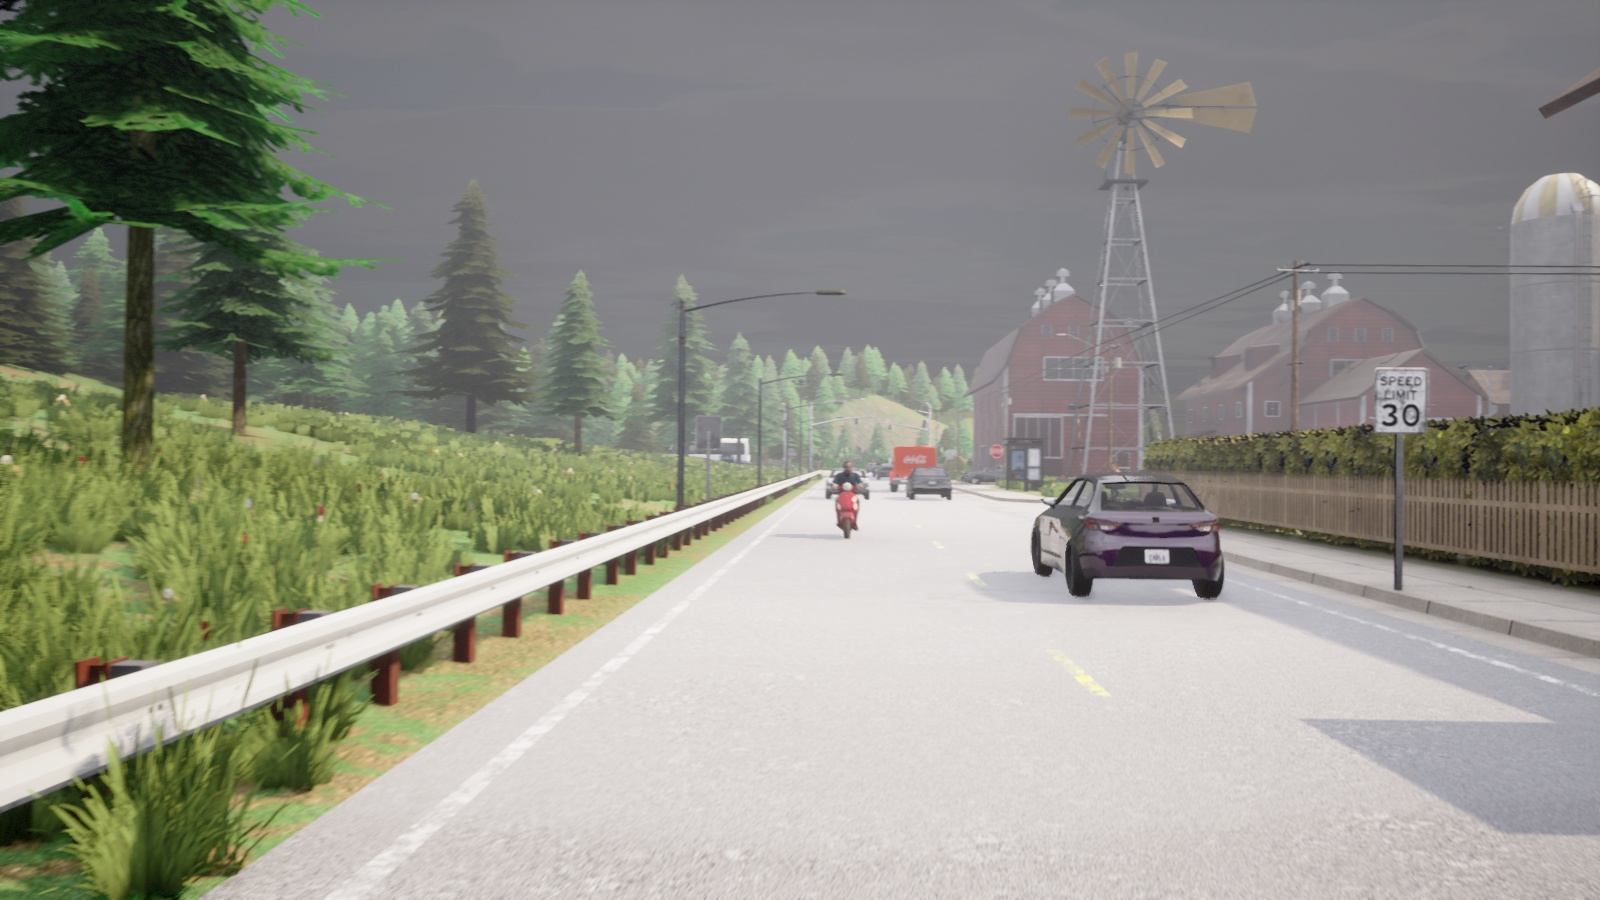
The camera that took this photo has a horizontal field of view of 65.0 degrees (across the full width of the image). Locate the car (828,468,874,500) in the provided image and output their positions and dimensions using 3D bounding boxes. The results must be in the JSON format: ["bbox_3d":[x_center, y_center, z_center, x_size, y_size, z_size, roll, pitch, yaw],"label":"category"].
[{"bbox_3d":[2.181,1.419,53.721,1.895,1.301,4.718,0,-1,2],"label":"car"}]

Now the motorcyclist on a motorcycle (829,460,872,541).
[{"bbox_3d":[1.039,1.011,25.887,0.866,1.590,1.817,0,-1,2],"label":"motorcyclist on a motorcycle"}]

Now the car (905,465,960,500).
[{"bbox_3d":[5.721,1.384,54.626,2.033,1.411,5.357,0,-1,2],"label":"car"}]

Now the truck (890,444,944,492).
[{"bbox_3d":[6.276,0.973,68.121,2.627,2.467,5.204,0,-1,2],"label":"truck"}]

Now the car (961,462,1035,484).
[{"bbox_3d":[13.937,1.629,88.528,4.902,1.511,2.128,0,-1,1],"label":"car"}]

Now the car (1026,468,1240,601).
[{"bbox_3d":[4.150,0.991,16.322,1.816,1.474,4.193,0,-1,2],"label":"car"}]
